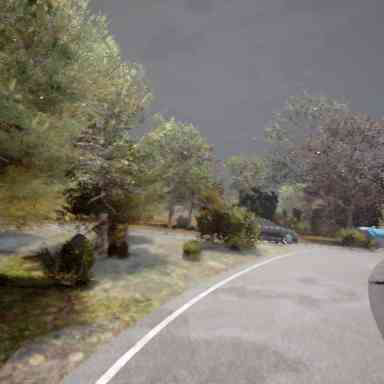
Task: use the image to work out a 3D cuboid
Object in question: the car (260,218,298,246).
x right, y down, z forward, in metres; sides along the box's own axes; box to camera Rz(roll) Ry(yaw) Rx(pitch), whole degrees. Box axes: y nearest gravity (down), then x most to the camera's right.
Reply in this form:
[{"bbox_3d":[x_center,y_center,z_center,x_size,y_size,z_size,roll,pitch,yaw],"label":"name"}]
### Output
[{"bbox_3d":[3.833,2.251,19.391,4.892,1.490,1.837,7,-6,-15],"label":"car"}]
